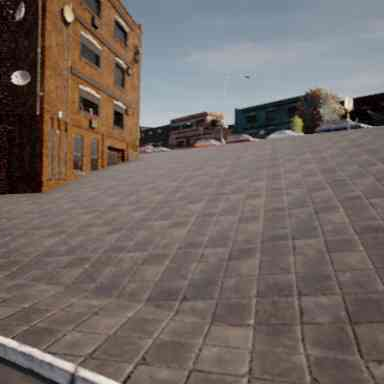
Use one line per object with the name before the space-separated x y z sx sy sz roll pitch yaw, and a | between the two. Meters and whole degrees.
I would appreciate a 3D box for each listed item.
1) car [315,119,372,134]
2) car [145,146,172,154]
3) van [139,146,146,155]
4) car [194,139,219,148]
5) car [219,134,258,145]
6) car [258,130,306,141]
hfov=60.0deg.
car | 12.087 -4.903 26.323 2.185 1.767 4.553 1 2 -36
car | -4.347 -5.777 48.613 2.231 1.521 4.892 1 2 -36
van | -7.541 -6.187 52.951 1.878 1.987 4.442 1 2 -36
car | 2.190 -5.516 39.749 2.185 1.767 4.553 1 2 -36
car | 5.464 -5.316 35.308 2.185 1.767 4.553 1 2 -36
car | 8.825 -4.941 30.746 2.002 1.452 4.674 1 2 -36
